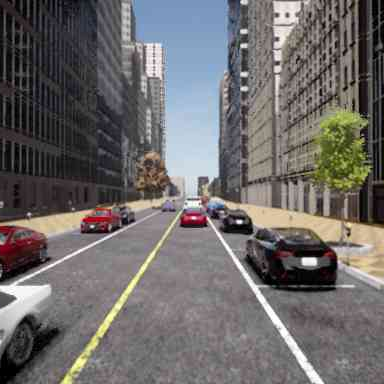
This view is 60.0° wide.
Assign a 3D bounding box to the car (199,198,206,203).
[{"bbox_3d":[2.784,2.271,89.583,1.752,1.417,4.829,0,0,0],"label":"car"}]

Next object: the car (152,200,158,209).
[{"bbox_3d":[-5.632,2.004,55.110,1.752,1.417,4.829,0,0,0],"label":"car"}]

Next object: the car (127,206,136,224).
[{"bbox_3d":[-5.661,1.808,26.818,1.947,1.339,4.313,0,-1,0],"label":"car"}]

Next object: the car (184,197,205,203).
[{"bbox_3d":[0.138,1.592,41.968,2.150,2.045,5.566,0,-1,0],"label":"car"}]

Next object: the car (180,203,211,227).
[{"bbox_3d":[0.125,1.792,25.174,1.994,1.385,4.181,0,0,0],"label":"car"}]

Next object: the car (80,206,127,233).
[{"bbox_3d":[-5.666,1.737,21.125,1.887,1.381,4.507,0,-1,0],"label":"car"}]

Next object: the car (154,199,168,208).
[{"bbox_3d":[-5.626,2.076,60.973,2.008,1.369,4.403,0,0,0],"label":"car"}]

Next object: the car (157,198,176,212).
[{"bbox_3d":[-3.049,1.939,44.466,2.033,1.411,5.357,0,0,0],"label":"car"}]

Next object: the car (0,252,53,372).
[{"bbox_3d":[-3.096,1.629,2.956,1.895,1.301,4.718,0,-1,0],"label":"car"}]

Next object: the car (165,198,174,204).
[{"bbox_3d":[-5.602,2.253,83.742,2.008,1.369,4.403,0,0,0],"label":"car"}]

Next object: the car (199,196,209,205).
[{"bbox_3d":[2.773,1.974,78.031,2.192,1.841,5.009,0,0,0],"label":"car"}]

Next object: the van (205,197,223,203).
[{"bbox_3d":[2.732,1.681,38.188,1.690,1.788,3.998,0,0,0],"label":"van"}]

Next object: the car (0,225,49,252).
[{"bbox_3d":[-5.678,1.672,9.741,1.802,1.307,4.206,0,-1,0],"label":"car"}]

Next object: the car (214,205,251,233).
[{"bbox_3d":[2.714,1.758,21.108,1.947,1.339,4.313,0,-1,0],"label":"car"}]

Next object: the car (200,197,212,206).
[{"bbox_3d":[2.762,1.885,66.647,2.192,1.841,5.009,0,0,0],"label":"car"}]

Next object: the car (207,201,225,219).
[{"bbox_3d":[2.726,1.857,32.492,1.947,1.339,4.313,0,0,0],"label":"car"}]

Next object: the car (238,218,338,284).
[{"bbox_3d":[2.702,1.656,9.725,1.947,1.339,4.313,0,-1,0],"label":"car"}]

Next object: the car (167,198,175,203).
[{"bbox_3d":[-5.597,2.310,89.434,1.947,1.339,4.313,0,0,0],"label":"car"}]
